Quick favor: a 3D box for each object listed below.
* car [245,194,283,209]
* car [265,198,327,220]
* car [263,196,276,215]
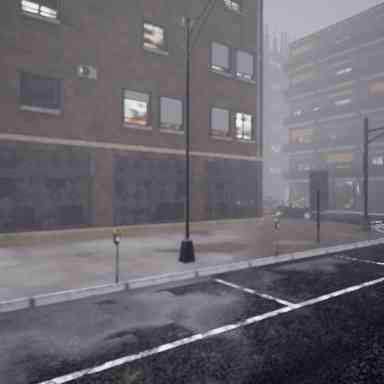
[{"bbox_3d":[8.443,1.139,39.504,1.967,1.590,4.097,1,0,-36],"label":"car"},{"bbox_3d":[8.205,1.381,25.597,2.008,1.369,4.403,1,0,-36],"label":"car"},{"bbox_3d":[5.027,1.280,29.959,1.752,1.417,4.829,1,0,-36],"label":"car"}]
